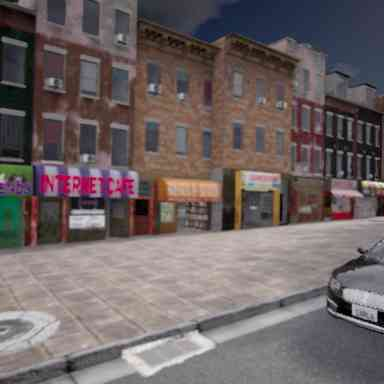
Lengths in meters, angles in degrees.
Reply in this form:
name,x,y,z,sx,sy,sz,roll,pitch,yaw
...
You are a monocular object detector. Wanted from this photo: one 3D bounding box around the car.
name,x,y,z,sx,sy,sz,roll,pitch,yaw
car,4.500,1.476,6.237,4.902,1.511,2.128,0,0,-35
